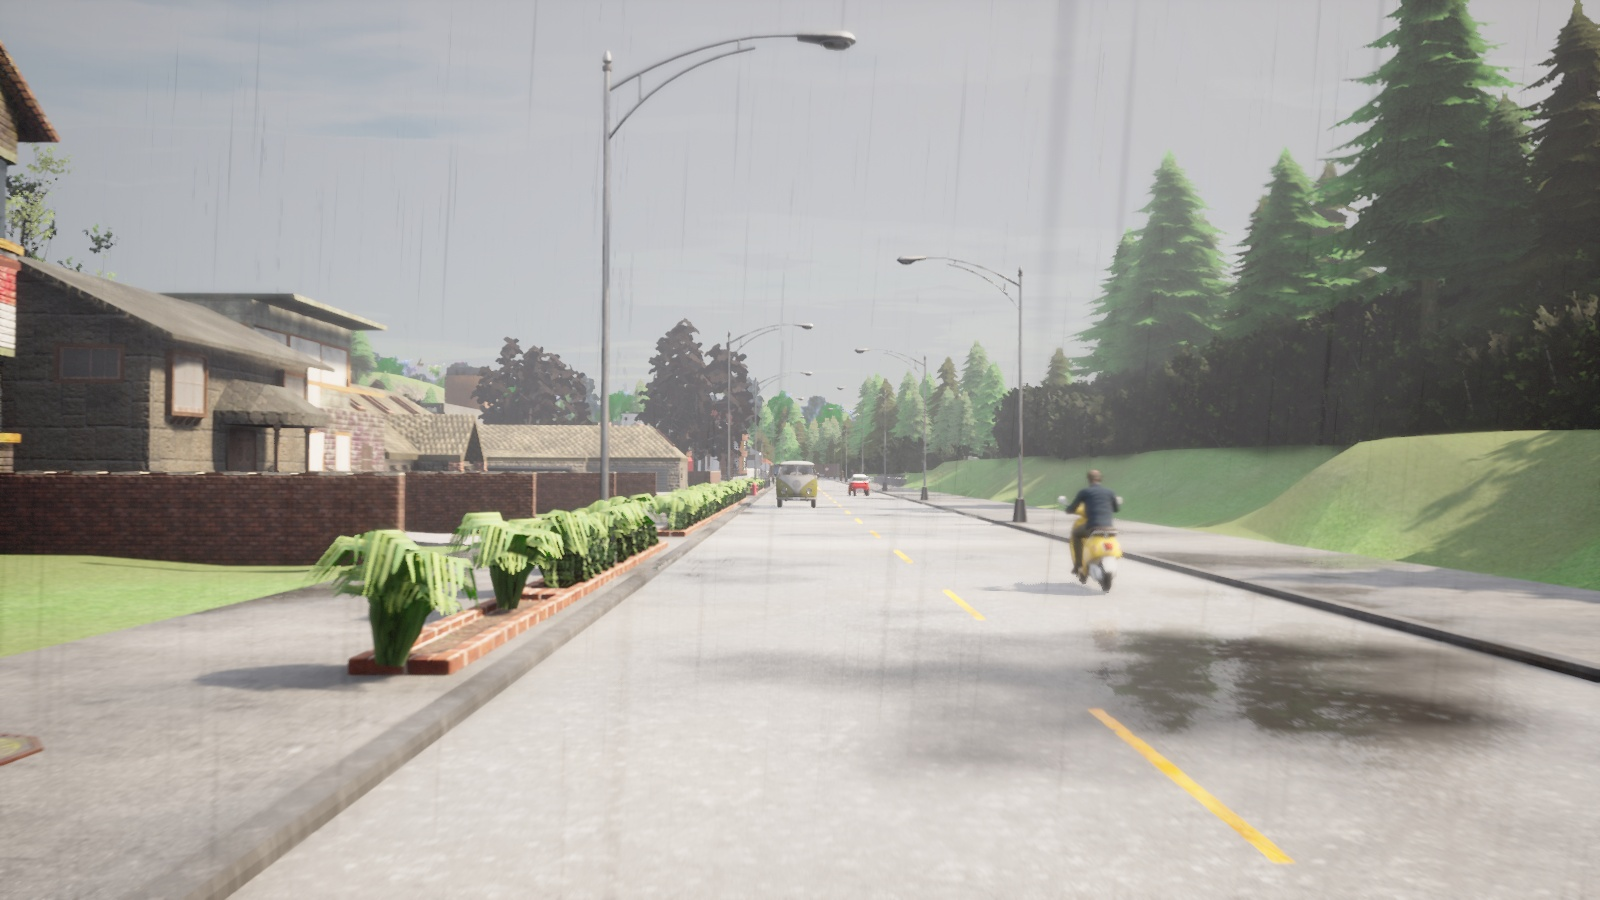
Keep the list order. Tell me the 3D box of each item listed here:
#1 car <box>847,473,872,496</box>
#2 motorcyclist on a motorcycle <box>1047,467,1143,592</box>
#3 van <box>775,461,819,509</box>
[{"bbox_3d":[3.788,2.199,80.337,1.481,1.376,2.207,0,-1,0],"label":"car"},{"bbox_3d":[3.958,1.037,17.000,0.866,1.590,1.817,0,-1,0],"label":"motorcyclist on a motorcycle"},{"bbox_3d":[-0.132,1.472,54.020,1.775,1.987,4.442,0,-1,0],"label":"van"}]
